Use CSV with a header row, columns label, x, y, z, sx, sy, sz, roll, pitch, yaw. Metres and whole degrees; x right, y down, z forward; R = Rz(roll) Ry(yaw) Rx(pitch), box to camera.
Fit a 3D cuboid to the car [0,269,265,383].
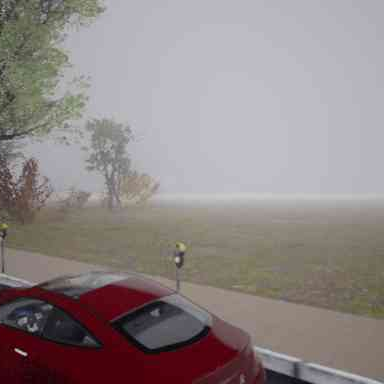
label,x,y,z,sx,sy,sz,roll,pitch,yaw
car,-1.284,1.569,3.751,4.206,1.307,1.802,0,1,35
